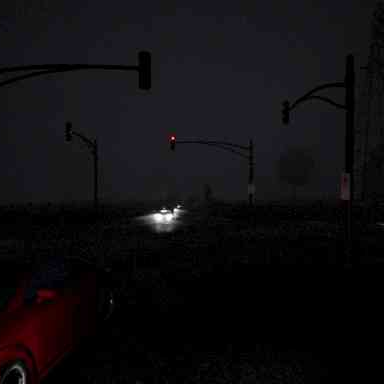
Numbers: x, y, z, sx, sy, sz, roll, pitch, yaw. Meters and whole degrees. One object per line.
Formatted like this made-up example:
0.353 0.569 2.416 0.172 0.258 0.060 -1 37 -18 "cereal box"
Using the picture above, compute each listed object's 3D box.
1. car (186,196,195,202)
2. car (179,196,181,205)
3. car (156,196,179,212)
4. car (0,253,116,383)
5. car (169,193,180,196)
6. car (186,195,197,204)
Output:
-0.341 1.595 78.353 1.895 1.301 4.718 0 0 0 "car"
-3.019 1.595 47.454 1.895 1.301 4.718 0 0 0 "car"
-2.966 1.485 37.639 2.128 1.511 4.902 0 0 -1 "car"
-2.519 1.563 4.385 1.994 1.385 4.181 0 0 6 "car"
-3.067 1.216 57.806 2.150 2.045 5.566 0 0 0 "car"
-0.160 1.348 64.678 2.097 1.767 4.553 0 0 -2 "car"
